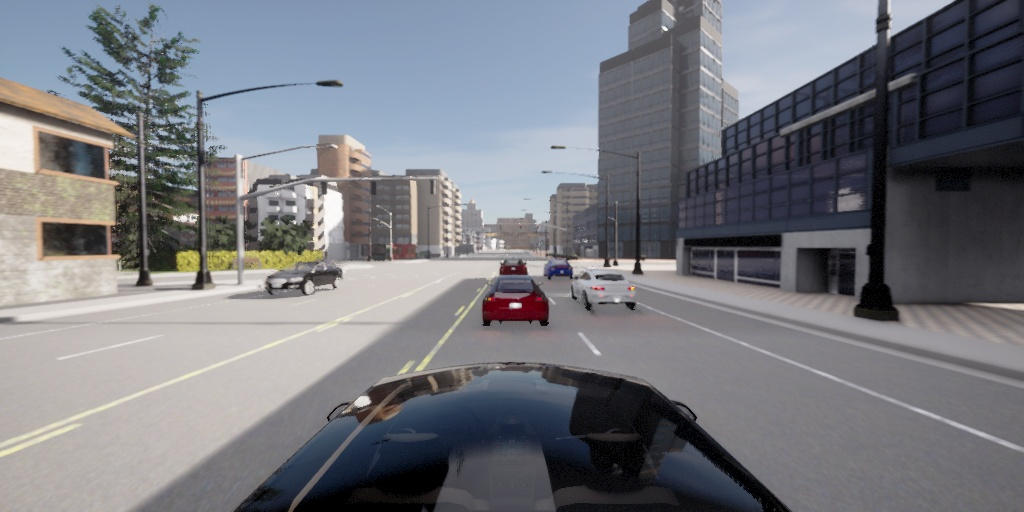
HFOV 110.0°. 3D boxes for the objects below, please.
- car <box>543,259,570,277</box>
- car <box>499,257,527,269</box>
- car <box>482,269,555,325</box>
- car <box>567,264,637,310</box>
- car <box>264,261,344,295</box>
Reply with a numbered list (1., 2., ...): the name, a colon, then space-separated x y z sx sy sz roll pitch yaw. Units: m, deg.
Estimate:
1. car: 3.592 0.987 28.467 1.882 1.535 5.008 0 1 -1
2. car: 0.095 0.878 27.532 2.097 1.767 4.553 0 1 0
3. car: 0.097 1.313 11.842 1.994 1.385 4.181 0 0 0
4. car: 3.597 1.256 14.579 1.812 1.442 4.674 0 0 0
5. car: -10.504 1.027 18.485 2.128 1.511 4.902 0 1 0
